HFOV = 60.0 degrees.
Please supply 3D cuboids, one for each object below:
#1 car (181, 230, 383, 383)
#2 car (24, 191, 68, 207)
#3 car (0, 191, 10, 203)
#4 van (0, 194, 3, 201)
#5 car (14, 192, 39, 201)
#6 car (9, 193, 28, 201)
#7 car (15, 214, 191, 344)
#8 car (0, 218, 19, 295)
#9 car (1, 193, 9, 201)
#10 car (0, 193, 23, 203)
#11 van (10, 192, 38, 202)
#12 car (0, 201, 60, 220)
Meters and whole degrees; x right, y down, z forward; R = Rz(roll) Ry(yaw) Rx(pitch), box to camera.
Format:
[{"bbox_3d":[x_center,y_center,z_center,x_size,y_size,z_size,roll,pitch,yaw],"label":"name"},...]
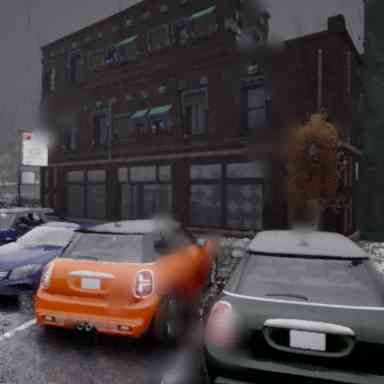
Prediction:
[{"bbox_3d":[1.589,1.350,4.978,2.185,1.767,4.553,0,-1,16],"label":"car"},{"bbox_3d":[-21.014,0.999,47.921,5.566,2.045,2.435,1,1,14],"label":"car"},{"bbox_3d":[-34.881,0.912,57.600,5.566,2.045,2.435,0,-1,14],"label":"car"},{"bbox_3d":[-10.587,1.166,13.853,1.878,1.987,4.442,0,-1,15],"label":"van"},{"bbox_3d":[-22.670,0.998,45.468,5.566,2.045,2.435,1,1,14],"label":"car"},{"bbox_3d":[-24.326,1.278,43.007,4.792,1.488,2.163,1,1,14],"label":"car"},{"bbox_3d":[-0.852,1.332,6.725,2.185,1.767,4.553,0,-1,16],"label":"car"},{"bbox_3d":[-3.281,1.481,8.502,2.002,1.452,4.674,1,0,16],"label":"car"},{"bbox_3d":[-25.921,0.997,40.564,5.566,2.045,2.435,1,0,14],"label":"car"},{"bbox_3d":[-33.248,1.039,60.116,4.553,1.767,2.185,-1,-1,14],"label":"car"},{"bbox_3d":[-31.643,0.941,62.631,4.442,1.987,1.878,0,0,14],"label":"van"},{"bbox_3d":[-5.709,1.299,10.278,2.185,1.767,4.553,1,0,15],"label":"car"}]
